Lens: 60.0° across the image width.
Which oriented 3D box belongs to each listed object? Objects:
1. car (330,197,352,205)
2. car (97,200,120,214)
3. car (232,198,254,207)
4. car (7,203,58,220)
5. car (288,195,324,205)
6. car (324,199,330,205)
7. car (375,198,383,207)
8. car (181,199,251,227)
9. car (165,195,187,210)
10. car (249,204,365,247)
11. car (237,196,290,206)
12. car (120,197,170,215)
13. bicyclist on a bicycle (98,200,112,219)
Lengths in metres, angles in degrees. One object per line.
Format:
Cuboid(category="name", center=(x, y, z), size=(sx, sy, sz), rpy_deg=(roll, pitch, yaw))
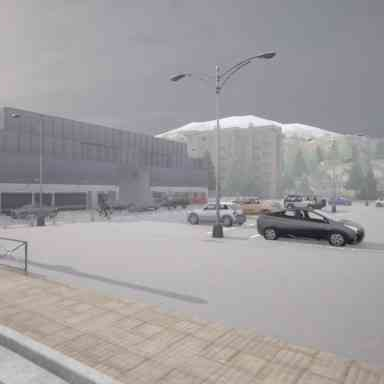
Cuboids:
Cuboid(category="car", center=(24.652, 1.565, 55.418), size=(3.633, 1.501, 1.845), rpy_deg=(0, 0, 35))
Cuboid(category="car", center=(-8.765, 1.668, 38.608), size=(2.128, 1.511, 4.902), rpy_deg=(0, 0, 35))
Cuboid(category="car", center=(8.801, 1.777, 56.921), size=(1.895, 1.301, 4.718), rpy_deg=(0, 0, 35))
Cuboid(category="car", center=(-14.527, 1.740, 30.514), size=(1.994, 1.385, 4.181), rpy_deg=(0, 0, 35))
Cuboid(category="car", center=(12.420, 1.269, 37.747), size=(3.866, 1.878, 1.905), rpy_deg=(0, 0, 35))
Cuboid(category="car", center=(13.769, 1.289, 40.354), size=(4.605, 1.855, 1.932), rpy_deg=(0, 0, 35))
Cuboid(category="car", center=(28.972, 1.576, 48.688), size=(3.806, 1.475, 1.970), rpy_deg=(0, 0, 35))
Cuboid(category="car", center=(1.549, 1.424, 21.904), size=(3.806, 1.475, 1.970), rpy_deg=(0, 0, 35))
Cuboid(category="car", center=(-2.730, 1.398, 47.056), size=(2.150, 2.045, 5.566), rpy_deg=(0, 0, 36))
Cuboid(category="car", center=(5.170, 1.490, 14.834), size=(4.514, 1.523, 2.007), rpy_deg=(0, 0, 35))
Cuboid(category="car", center=(5.005, 1.345, 27.321), size=(5.027, 1.636, 2.152), rpy_deg=(0, 0, 35))
Cuboid(category="car", center=(-5.169, 1.668, 37.283), size=(2.128, 1.511, 4.902), rpy_deg=(0, 0, 35))
Cuboid(category="bicyclist on a bicycle", center=(-7.282, 1.477, 27.788), size=(1.656, 1.620, 0.582), rpy_deg=(0, 0, 35))
